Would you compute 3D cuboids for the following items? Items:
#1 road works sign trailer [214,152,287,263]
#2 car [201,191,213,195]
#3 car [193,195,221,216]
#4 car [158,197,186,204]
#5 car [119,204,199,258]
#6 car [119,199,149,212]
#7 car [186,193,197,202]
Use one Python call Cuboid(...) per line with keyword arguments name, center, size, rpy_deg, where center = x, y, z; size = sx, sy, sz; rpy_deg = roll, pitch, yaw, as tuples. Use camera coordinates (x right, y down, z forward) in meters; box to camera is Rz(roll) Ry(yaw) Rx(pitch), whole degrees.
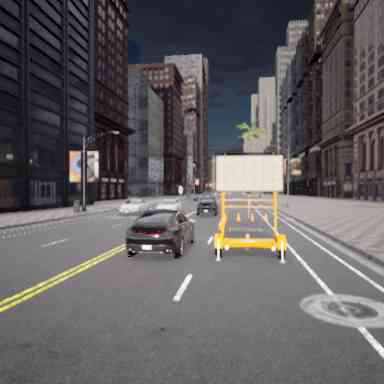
Cuboid(name="road works sign trailer", center=(2.033, 0.405, 11.879), size=(2.380, 3.560, 2.880), rpy_deg=(0, 0, 8))
Cuboid(name="car", center=(3.087, 0.914, 65.795), size=(2.150, 2.045, 5.566), rpy_deg=(0, 1, 8))
Cuboid(name="car", center=(1.549, 1.351, 30.941), size=(1.837, 1.490, 4.892), rpy_deg=(0, 0, 8))
Cuboid(name="car", center=(-2.029, 1.371, 30.281), size=(1.812, 1.442, 4.674), rpy_deg=(0, 0, 8))
Cuboid(name="car", center=(-1.042, 1.438, 12.634), size=(1.837, 1.490, 4.892), rpy_deg=(0, 0, 8))
Cuboid(name="car", center=(-5.239, 1.366, 30.716), size=(1.812, 1.442, 4.674), rpy_deg=(0, 0, 8))
Cuboid(name="car", center=(-0.121, 1.041, 66.370), size=(2.097, 1.767, 4.553), rpy_deg=(0, 0, 9))
